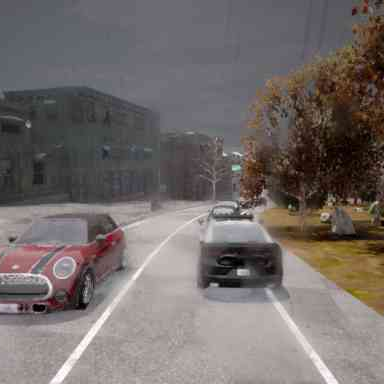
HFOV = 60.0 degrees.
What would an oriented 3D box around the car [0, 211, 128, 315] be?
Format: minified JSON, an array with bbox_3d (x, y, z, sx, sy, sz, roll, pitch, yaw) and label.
[{"bbox_3d":[-2.960,1.326,7.768,2.097,1.767,4.553,0,0,2],"label":"car"}]

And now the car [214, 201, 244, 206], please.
[{"bbox_3d":[1.840,1.478,18.964,1.812,1.442,4.674,1,0,6],"label":"car"}]

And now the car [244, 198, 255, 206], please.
[{"bbox_3d":[6.745,1.488,44.505,1.895,1.301,4.718,2,0,20],"label":"car"}]

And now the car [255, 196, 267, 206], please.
[{"bbox_3d":[11.245,1.452,55.764,1.837,1.490,4.892,3,1,26],"label":"car"}]

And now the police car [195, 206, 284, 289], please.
[{"bbox_3d":[1.128,1.406,9.262,1.930,1.638,5.238,0,0,2],"label":"police car"}]

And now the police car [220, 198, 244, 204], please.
[{"bbox_3d":[2.671,1.356,24.908,1.930,1.638,5.238,1,0,9],"label":"police car"}]
